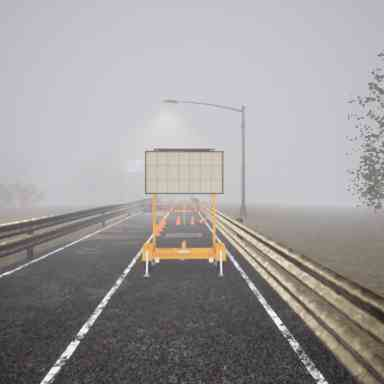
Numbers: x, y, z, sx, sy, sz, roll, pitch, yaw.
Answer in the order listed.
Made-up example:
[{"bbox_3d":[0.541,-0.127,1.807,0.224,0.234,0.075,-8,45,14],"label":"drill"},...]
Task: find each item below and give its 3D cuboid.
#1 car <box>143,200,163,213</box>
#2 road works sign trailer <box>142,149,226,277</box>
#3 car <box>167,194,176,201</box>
[{"bbox_3d":[-4.268,1.578,37.255,1.994,1.385,4.181,0,0,-1],"label":"car"},{"bbox_3d":[-0.238,0.468,10.300,2.380,3.560,2.880,0,0,-1],"label":"road works sign trailer"},{"bbox_3d":[-5.438,1.258,88.381,2.150,2.045,5.566,0,0,-1],"label":"car"}]
